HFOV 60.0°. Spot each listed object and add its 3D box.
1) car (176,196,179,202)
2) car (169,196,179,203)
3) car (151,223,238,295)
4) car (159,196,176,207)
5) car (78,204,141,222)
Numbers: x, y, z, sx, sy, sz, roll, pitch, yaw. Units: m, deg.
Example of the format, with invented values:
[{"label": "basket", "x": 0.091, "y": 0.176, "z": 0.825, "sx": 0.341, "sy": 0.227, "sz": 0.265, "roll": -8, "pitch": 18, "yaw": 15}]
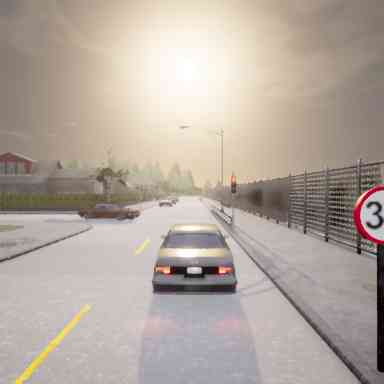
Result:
[{"label": "car", "x": -3.943, "y": 1.475, "z": 61.567, "sx": 1.882, "sy": 1.535, "sz": 5.008, "roll": 0, "pitch": 0, "yaw": 0}, {"label": "car", "x": -3.860, "y": 1.549, "z": 71.571, "sx": 1.994, "sy": 1.385, "sz": 4.181, "roll": 0, "pitch": 0, "yaw": 0}, {"label": "car", "x": 0.071, "y": 1.547, "z": 8.880, "sx": 2.033, "sy": 1.411, "sz": 5.357, "roll": 0, "pitch": 0, "yaw": 1}, {"label": "car", "x": -3.995, "y": 1.545, "z": 51.723, "sx": 2.033, "sy": 1.411, "sz": 5.357, "roll": 0, "pitch": 0, "yaw": 0}, {"label": "car", "x": -6.436, "y": 1.600, "z": 26.091, "sx": 4.718, "sy": 1.301, "sz": 1.895, "roll": 0, "pitch": 0, "yaw": 19}]
